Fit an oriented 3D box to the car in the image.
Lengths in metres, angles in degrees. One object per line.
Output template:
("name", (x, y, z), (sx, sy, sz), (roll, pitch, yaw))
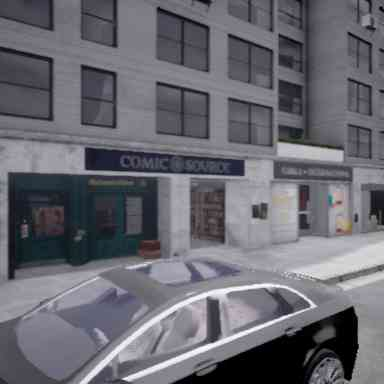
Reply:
("car", (-0.372, 1.493, 3.112), (4.902, 1.511, 2.128), (0, 0, -36))
